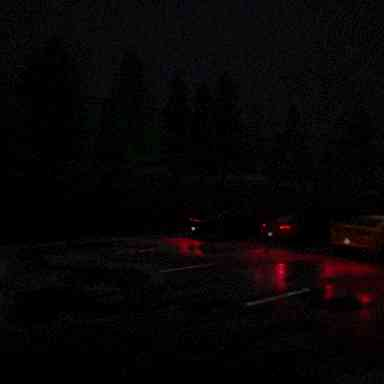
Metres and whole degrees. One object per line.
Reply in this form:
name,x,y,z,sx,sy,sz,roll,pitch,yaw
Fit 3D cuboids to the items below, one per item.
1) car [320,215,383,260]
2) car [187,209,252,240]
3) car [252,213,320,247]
car,7.616,1.686,13.447,5.008,1.535,1.882,2,-1,-35
car,2.043,1.665,18.074,4.902,1.511,2.128,1,-1,-35
car,5.357,1.728,16.134,4.674,1.442,1.812,1,-1,-35
